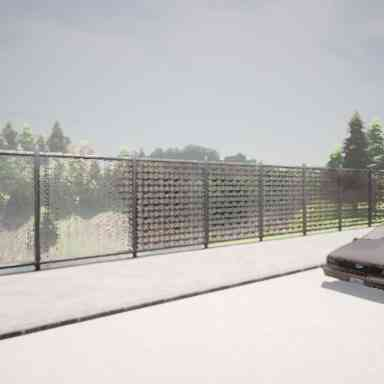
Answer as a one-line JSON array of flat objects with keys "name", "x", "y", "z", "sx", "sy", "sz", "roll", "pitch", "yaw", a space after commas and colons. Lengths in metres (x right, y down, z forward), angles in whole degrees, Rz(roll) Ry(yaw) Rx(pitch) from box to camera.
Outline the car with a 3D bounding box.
[{"name": "car", "x": 5.623, "y": 1.437, "z": 8.390, "sx": 5.357, "sy": 1.411, "sz": 2.033, "roll": -1, "pitch": 1, "yaw": -34}]
